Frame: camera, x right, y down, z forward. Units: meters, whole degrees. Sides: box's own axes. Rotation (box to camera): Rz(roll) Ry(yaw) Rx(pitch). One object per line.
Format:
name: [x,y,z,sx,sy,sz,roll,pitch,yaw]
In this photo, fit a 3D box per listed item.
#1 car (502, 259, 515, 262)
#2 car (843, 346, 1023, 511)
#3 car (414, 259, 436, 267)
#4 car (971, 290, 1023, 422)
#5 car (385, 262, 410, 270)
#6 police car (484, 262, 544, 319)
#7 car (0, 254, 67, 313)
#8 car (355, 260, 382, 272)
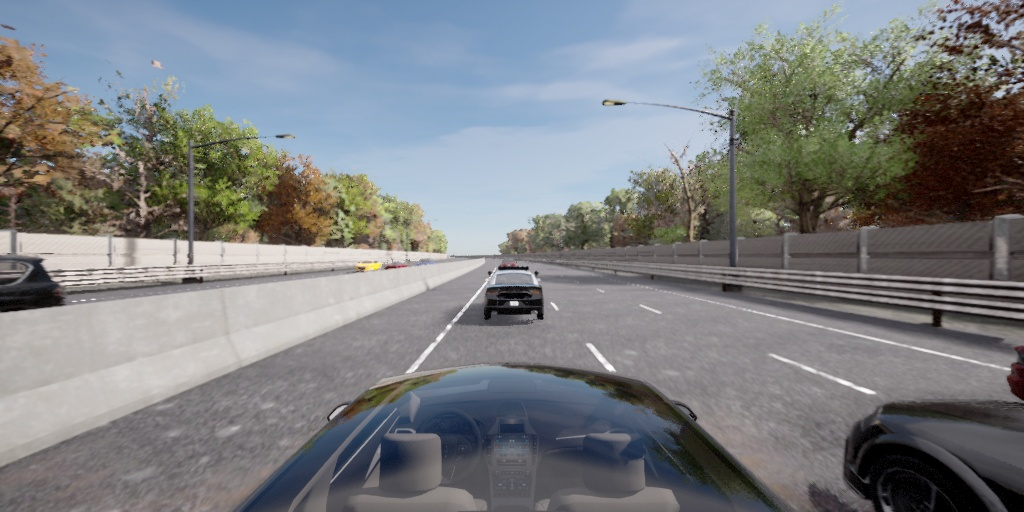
car: [-0.406,1.116,43.089,2.097,1.767,4.553,0,0,-1]
car: [3.593,1.313,1.047,1.994,1.385,4.181,0,0,0]
car: [-11.171,1.115,46.388,2.097,1.767,4.553,0,0,-1]
car: [7.093,1.227,2.301,1.882,1.535,5.008,0,0,0]
car: [-14.663,1.362,46.051,1.895,1.301,4.718,0,0,-1]
police car: [0.051,1.179,13.018,1.930,1.638,5.238,0,0,0]
car: [-10.610,0.973,5.322,2.150,2.045,5.566,0,0,0]
car: [-18.152,1.237,45.546,1.882,1.535,5.008,0,0,-1]
